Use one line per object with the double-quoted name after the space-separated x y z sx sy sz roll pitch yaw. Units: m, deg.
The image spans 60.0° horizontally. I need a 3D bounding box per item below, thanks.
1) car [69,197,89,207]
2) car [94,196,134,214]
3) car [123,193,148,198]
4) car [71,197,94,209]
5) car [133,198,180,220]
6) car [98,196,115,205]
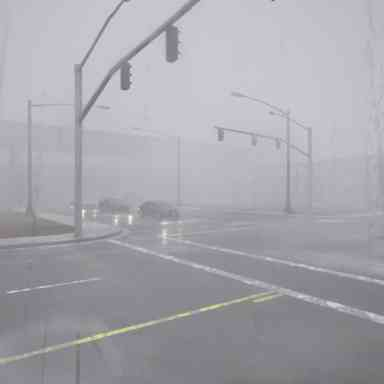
-18.322 1.547 54.154 2.033 1.411 5.357 0 0 -8 "car"
-8.481 1.478 35.987 1.882 1.535 5.008 0 0 -36 "car"
-12.206 1.223 69.422 2.150 2.045 5.566 0 0 30 "car"
-14.279 1.526 44.276 1.812 1.442 4.674 0 0 -32 "car"
-2.903 1.505 28.413 1.837 1.490 4.892 0 0 -36 "car"
-14.983 1.526 58.605 1.812 1.442 4.674 0 0 0 "car"
